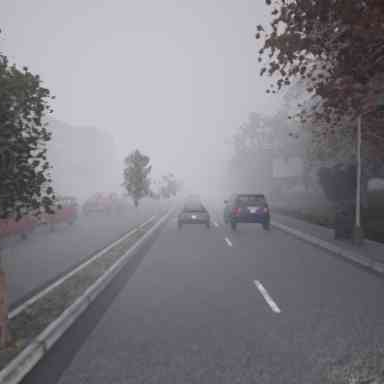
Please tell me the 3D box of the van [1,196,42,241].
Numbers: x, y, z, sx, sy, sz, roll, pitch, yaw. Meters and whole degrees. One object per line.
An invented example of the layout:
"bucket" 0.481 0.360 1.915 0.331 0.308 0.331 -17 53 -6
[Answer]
"van" -8.113 1.177 13.352 1.878 1.987 4.442 0 0 0

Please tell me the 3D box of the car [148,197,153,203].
"car" -7.880 1.112 52.297 2.002 1.452 4.674 0 1 0

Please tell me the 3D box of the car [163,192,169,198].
"car" -7.534 0.803 78.434 2.163 1.488 4.792 0 1 3

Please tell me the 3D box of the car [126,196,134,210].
"car" -7.980 1.261 35.626 2.163 1.488 4.792 0 1 0

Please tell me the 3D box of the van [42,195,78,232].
"van" -8.080 1.139 18.899 1.878 1.987 4.442 0 0 0

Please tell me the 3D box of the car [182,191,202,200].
"car" 0.136 1.048 41.791 2.097 1.767 4.553 0 0 0

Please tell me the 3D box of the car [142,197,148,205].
"car" -7.913 1.157 46.721 2.163 1.488 4.792 0 1 0

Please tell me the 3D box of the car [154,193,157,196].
"car" -7.847 1.014 57.847 2.231 1.521 4.892 0 1 0

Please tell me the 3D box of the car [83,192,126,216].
"car" -8.014 1.027 30.079 2.435 2.045 5.566 0 0 0

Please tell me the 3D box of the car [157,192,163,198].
"car" -7.780 0.890 68.839 2.097 1.535 5.008 0 1 1

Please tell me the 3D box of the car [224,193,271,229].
"car" 3.259 1.089 20.440 2.150 2.045 5.566 0 0 0

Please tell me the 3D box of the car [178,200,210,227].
"car" 0.109 1.423 21.547 1.994 1.385 4.181 0 0 0

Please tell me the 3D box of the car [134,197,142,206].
"car" -7.947 1.220 41.205 2.002 1.452 4.674 0 1 0
